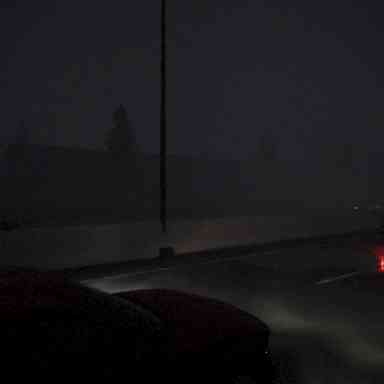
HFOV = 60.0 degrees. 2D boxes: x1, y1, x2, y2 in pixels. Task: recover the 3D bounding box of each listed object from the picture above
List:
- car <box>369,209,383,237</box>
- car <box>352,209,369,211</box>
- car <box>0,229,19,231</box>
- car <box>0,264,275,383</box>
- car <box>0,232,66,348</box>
[{"bbox_3d":[10.814,1.532,15.772,4.902,1.511,2.128,0,0,-36],"label":"car"},{"bbox_3d":[18.863,1.608,34.661,4.674,1.442,1.812,0,0,-35],"label":"car"},{"bbox_3d":[-8.322,1.507,10.951,4.892,1.490,1.837,0,0,-36],"label":"car"},{"bbox_3d":[-1.448,1.479,2.752,5.008,1.535,1.882,0,0,-35],"label":"car"},{"bbox_3d":[-4.798,1.546,4.642,5.357,1.411,2.033,0,0,-35],"label":"car"}]
